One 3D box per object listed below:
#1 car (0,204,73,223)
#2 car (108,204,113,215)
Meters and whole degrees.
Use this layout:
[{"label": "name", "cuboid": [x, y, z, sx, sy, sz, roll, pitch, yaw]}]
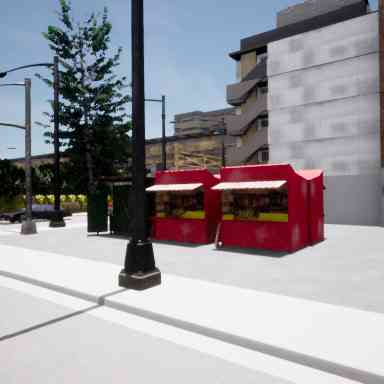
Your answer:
[{"label": "car", "cuboid": [-12.427, 1.686, 26.946, 2.033, 1.411, 5.357, -1, -1, 36]}, {"label": "car", "cuboid": [-6.893, 1.490, 34.590, 2.097, 1.767, 4.553, -1, -1, 36]}]
